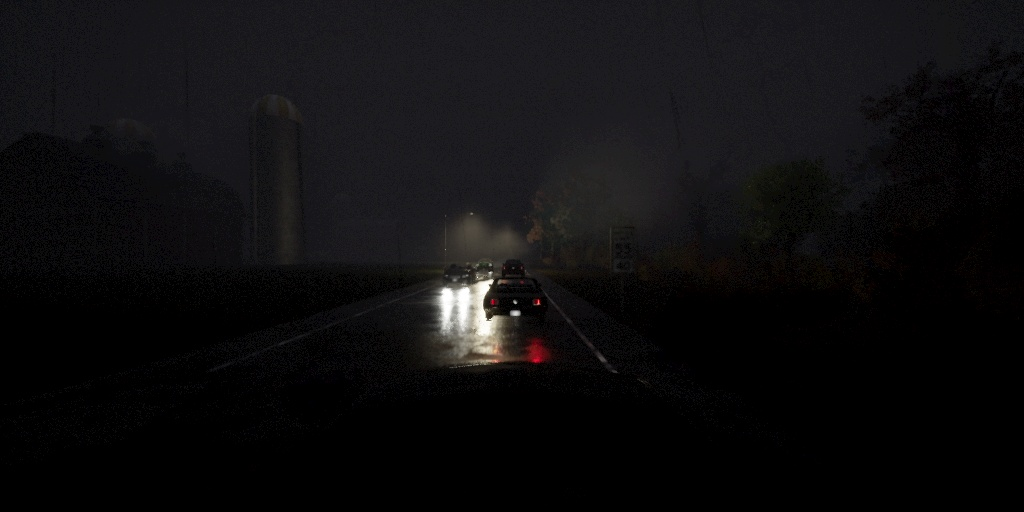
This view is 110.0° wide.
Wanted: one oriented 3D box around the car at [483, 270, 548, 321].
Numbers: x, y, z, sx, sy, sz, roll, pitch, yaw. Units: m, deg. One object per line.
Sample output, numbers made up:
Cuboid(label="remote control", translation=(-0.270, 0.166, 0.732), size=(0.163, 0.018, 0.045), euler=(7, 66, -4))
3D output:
Cuboid(label="car", translation=(0.104, 1.350, 12.473), size=(1.895, 1.301, 4.718), euler=(0, 0, 0))

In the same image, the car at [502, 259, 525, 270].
Cuboid(label="car", translation=(0.114, 1.100, 34.301), size=(2.097, 1.767, 4.553), euler=(0, 0, 0))

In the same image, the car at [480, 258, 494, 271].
Cuboid(label="car", translation=(-3.482, 1.100, 46.490), size=(2.097, 1.767, 4.553), euler=(0, 0, 0))

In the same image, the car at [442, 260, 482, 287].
Cuboid(label="car", translation=(-3.584, 1.239, 24.950), size=(2.128, 1.511, 4.902), euler=(0, 0, 0))
